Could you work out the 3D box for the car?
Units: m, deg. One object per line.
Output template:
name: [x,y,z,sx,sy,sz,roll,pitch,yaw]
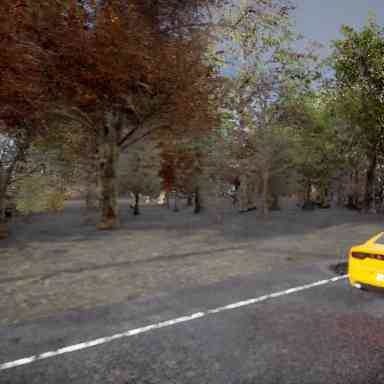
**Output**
car: [5.700,1.503,7.815,5.008,1.535,1.882,0,0,-36]
